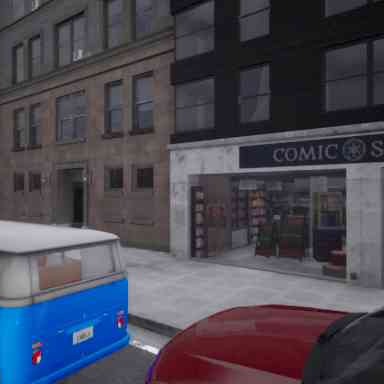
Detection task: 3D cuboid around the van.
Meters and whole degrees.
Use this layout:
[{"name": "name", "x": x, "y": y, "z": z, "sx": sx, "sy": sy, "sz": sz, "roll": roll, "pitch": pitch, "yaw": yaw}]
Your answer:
[{"name": "van", "x": -2.704, "y": 1.340, "z": 4.743, "sx": 3.998, "sy": 1.788, "sz": 1.690, "roll": 0, "pitch": 0, "yaw": 36}]

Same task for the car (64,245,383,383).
[{"name": "car", "x": 1.917, "y": 1.315, "z": 1.442, "sx": 5.009, "sy": 1.841, "sz": 2.192, "roll": 0, "pitch": 0, "yaw": 36}]
